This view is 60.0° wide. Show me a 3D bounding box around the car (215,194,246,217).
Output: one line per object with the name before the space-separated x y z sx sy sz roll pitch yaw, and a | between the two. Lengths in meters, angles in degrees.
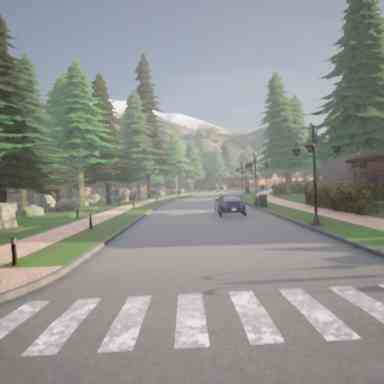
car | 2.695 0.889 23.812 1.812 1.442 4.674 -2 2 0
